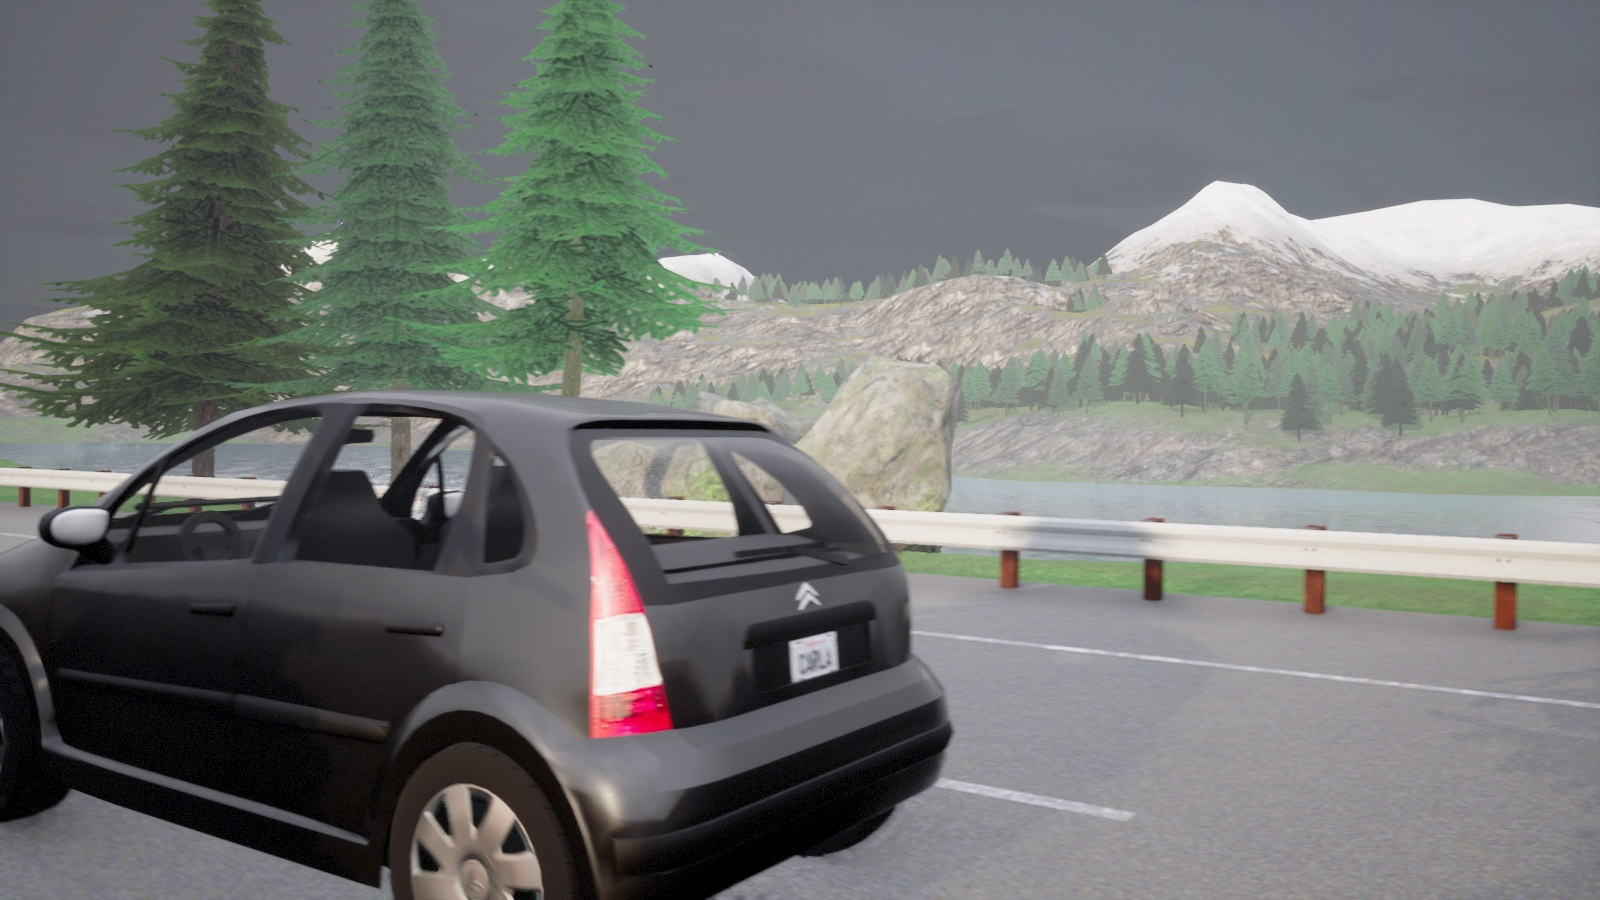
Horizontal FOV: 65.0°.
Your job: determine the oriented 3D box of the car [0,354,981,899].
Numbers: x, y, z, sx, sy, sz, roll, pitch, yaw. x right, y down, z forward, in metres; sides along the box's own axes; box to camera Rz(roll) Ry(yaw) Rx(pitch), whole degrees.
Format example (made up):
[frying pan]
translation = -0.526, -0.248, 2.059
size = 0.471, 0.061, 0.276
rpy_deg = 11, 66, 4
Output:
[car]
translation = -1.554, 0.581, 4.655
size = 3.988, 1.617, 1.851
rpy_deg = 0, 1, 34
